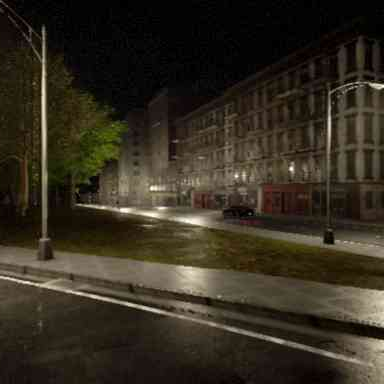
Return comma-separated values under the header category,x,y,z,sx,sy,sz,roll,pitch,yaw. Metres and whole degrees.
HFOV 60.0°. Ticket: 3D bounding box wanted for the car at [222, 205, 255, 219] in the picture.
category,x,y,z,sx,sy,sz,roll,pitch,yaw
car,4.962,2.076,35.789,1.812,1.442,4.674,0,-1,-24
